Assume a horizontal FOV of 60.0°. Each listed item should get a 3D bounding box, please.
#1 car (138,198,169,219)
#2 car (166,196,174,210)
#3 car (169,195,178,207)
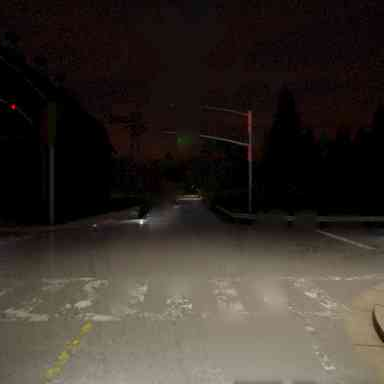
[{"bbox_3d":[-3.548,1.550,29.820,2.033,1.411,5.357,0,0,0],"label":"car"},{"bbox_3d":[-3.531,1.509,39.565,1.837,1.490,4.892,0,0,0],"label":"car"},{"bbox_3d":[-3.508,1.531,48.861,1.812,1.442,4.674,0,0,0],"label":"car"}]
